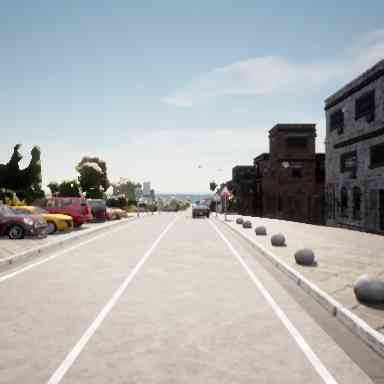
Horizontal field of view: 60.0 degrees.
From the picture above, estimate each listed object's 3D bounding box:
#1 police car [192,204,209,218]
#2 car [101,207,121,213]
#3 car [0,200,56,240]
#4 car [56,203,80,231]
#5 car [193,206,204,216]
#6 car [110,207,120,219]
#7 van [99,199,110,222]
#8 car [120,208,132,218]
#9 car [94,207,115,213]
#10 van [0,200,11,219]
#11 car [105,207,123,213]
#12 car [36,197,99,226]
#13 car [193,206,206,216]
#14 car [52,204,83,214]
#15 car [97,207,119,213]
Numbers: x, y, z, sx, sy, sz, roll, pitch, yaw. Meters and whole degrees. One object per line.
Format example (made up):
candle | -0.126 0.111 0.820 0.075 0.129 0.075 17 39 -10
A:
police car | 0.988 2.184 38.655 1.930 1.638 5.238 0 -2 0
car | -21.779 4.847 89.661 5.008 1.535 2.097 0 -3 0
car | -9.469 1.381 16.201 4.553 1.767 2.185 0 -1 -1
car | -9.469 1.578 19.233 5.008 1.535 2.097 0 -1 -1
car | 1.026 3.099 54.538 1.812 1.442 4.674 0 -3 0
car | -9.569 1.800 31.377 4.553 1.767 2.185 0 -2 0
van | -9.641 1.601 28.345 4.442 1.987 1.878 0 -2 0
car | -9.366 2.028 34.290 5.366 1.575 1.946 0 -2 0
car | -21.800 4.536 83.119 4.674 1.452 2.002 0 -3 0
van | -21.705 1.828 34.892 4.442 1.987 1.878 0 -2 0
car | -21.758 5.055 92.803 4.674 1.452 2.002 0 -3 0
car | -9.519 1.395 22.156 5.566 2.045 2.435 0 -2 0
car | 1.009 2.766 48.542 1.812 1.442 4.674 0 -3 0
car | -21.941 3.067 58.827 4.553 1.767 2.185 0 -3 0
car | -21.783 4.672 86.392 4.892 1.521 2.231 0 -3 0
